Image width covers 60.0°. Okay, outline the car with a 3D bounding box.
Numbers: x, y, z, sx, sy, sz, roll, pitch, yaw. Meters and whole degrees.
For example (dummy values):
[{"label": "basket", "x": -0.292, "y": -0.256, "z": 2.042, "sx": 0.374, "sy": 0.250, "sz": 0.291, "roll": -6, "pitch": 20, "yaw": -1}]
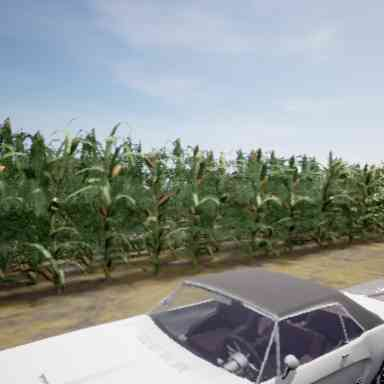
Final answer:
[{"label": "car", "x": 0.406, "y": 1.608, "z": 3.357, "sx": 4.718, "sy": 1.301, "sz": 1.895, "roll": 0, "pitch": 0, "yaw": -35}]
